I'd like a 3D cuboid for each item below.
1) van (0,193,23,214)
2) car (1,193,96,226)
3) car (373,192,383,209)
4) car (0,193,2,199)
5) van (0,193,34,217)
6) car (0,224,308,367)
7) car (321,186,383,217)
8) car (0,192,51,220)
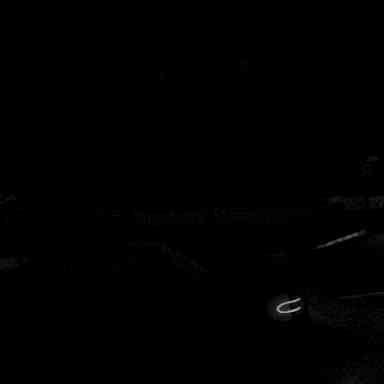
[{"bbox_3d":[-18.983,1.130,32.239,1.878,1.987,4.442,-1,0,26],"label":"van"},{"bbox_3d":[-8.748,1.073,21.521,2.435,2.045,5.566,-1,0,26],"label":"car"},{"bbox_3d":[18.458,0.718,28.895,4.674,1.452,2.002,-1,0,27],"label":"car"},{"bbox_3d":[-12.870,1.087,25.720,2.435,2.045,5.566,0,1,26],"label":"car"},{"bbox_3d":[-16.928,1.124,30.111,1.878,1.987,4.442,-1,0,26],"label":"van"},{"bbox_3d":[-0.802,1.421,5.272,5.008,1.535,1.882,-1,1,10],"label":"car"},{"bbox_3d":[11.796,0.652,22.786,5.566,2.045,2.435,-1,1,27],"label":"car"},{"bbox_3d":[-14.926,1.093,27.849,2.435,2.045,5.566,0,1,26],"label":"car"}]
